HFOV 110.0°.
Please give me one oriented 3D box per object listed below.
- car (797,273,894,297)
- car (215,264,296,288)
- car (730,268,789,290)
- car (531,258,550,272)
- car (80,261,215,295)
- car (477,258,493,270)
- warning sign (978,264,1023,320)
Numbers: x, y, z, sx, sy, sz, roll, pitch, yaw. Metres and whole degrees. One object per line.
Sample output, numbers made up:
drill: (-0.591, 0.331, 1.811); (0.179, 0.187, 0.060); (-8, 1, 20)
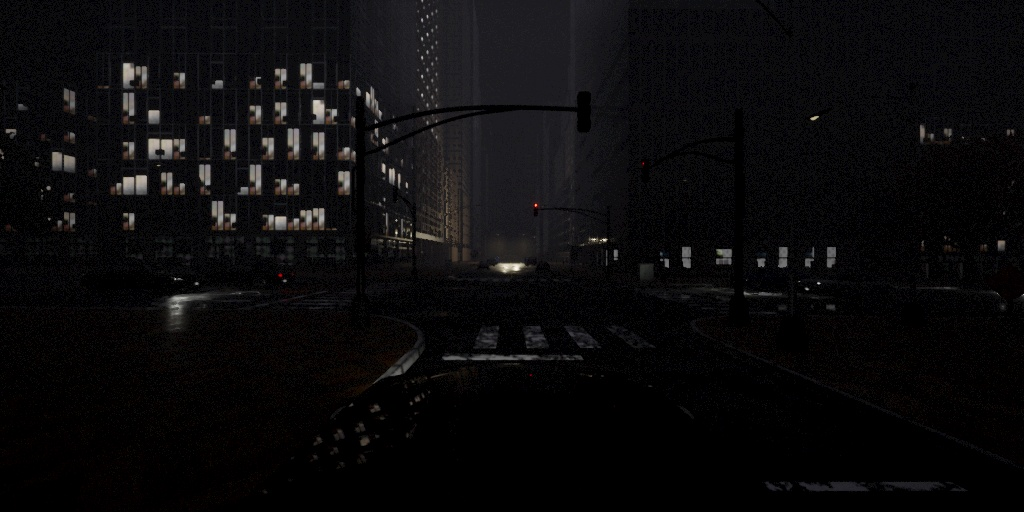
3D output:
car: (20.267, 1.740, 22.043); (4.718, 1.301, 1.895); (1, 0, -3)
car: (-15.288, 1.094, 20.513); (4.718, 1.301, 1.895); (1, 0, -4)
car: (18.014, 1.576, 25.190); (5.008, 1.535, 1.882); (1, 0, -3)
car: (3.905, 1.329, 46.238); (1.948, 1.339, 4.313); (0, 0, 0)
car: (-17.222, 0.984, 16.831); (4.674, 1.442, 1.812); (1, 0, -3)
car: (-4.051, 1.342, 51.726); (1.802, 1.307, 4.207); (0, 0, 0)
warning sign: (17.269, 1.204, 12.442); (1.060, 1.860, 1.300); (0, 0, -3)
